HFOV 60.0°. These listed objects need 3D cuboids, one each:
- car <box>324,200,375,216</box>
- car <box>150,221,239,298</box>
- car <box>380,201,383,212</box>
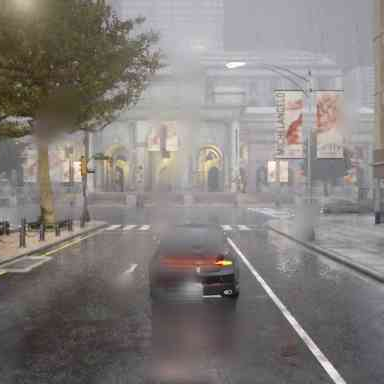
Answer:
[{"bbox_3d":[15.255,1.564,32.718,4.181,1.385,1.994,0,0,0],"label":"car"},{"bbox_3d":[0.062,1.505,8.476,1.837,1.490,4.892,0,0,0],"label":"car"},{"bbox_3d":[19.906,1.564,36.199,4.181,1.385,1.994,0,0,0],"label":"car"}]
